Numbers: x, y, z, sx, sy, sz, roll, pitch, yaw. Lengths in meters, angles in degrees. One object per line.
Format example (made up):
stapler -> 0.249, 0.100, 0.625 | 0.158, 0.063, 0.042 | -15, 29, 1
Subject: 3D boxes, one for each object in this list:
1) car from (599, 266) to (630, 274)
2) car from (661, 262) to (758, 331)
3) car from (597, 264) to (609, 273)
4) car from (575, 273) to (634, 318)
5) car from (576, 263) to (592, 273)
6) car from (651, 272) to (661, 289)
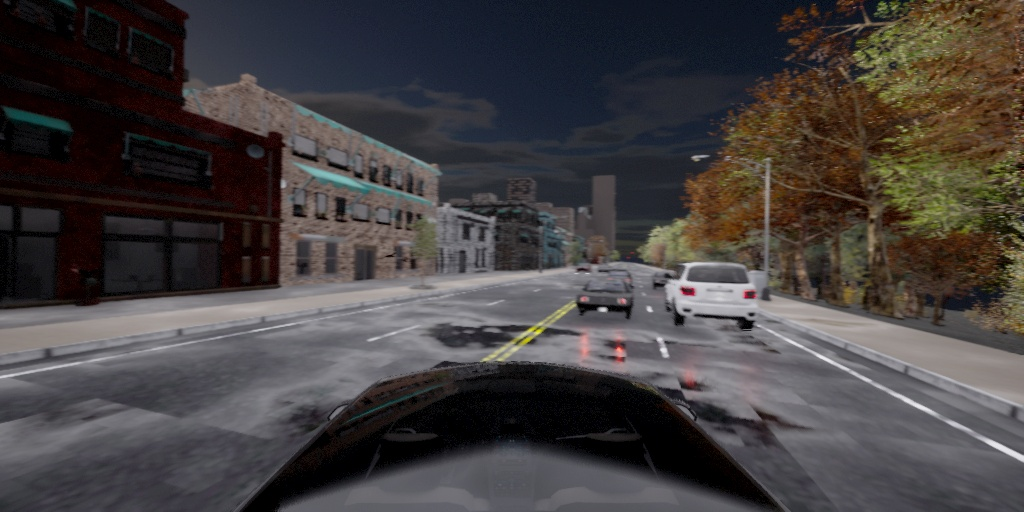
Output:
car -> 8.033, 1.709, 26.854 | 2.033, 1.411, 5.357 | 1, 0, 19
car -> 6.692, 1.229, 12.578 | 2.150, 2.045, 5.566 | 1, 0, 19
car -> 14.903, 2.097, 57.815 | 1.837, 1.490, 4.892 | 1, -1, 19
car -> 3.783, 1.549, 14.126 | 1.895, 1.301, 4.718 | 1, -1, 19
car -> 11.861, 1.880, 58.953 | 2.097, 1.767, 4.553 | 1, -1, 19
car -> 11.628, 1.853, 27.304 | 1.895, 1.301, 4.718 | 1, -1, 19
